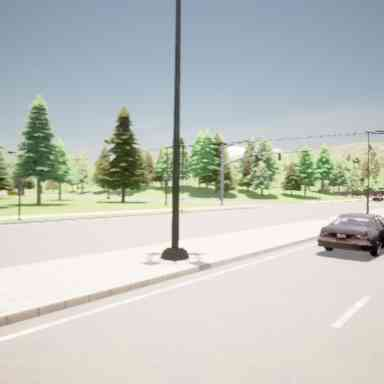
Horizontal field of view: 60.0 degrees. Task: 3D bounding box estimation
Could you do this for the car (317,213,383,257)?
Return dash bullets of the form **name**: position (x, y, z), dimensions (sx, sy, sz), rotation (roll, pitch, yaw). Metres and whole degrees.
- **car**: position (6.716, 1.545, 13.175), dimensions (2.033, 1.411, 5.357), rotation (1, 1, 41)
